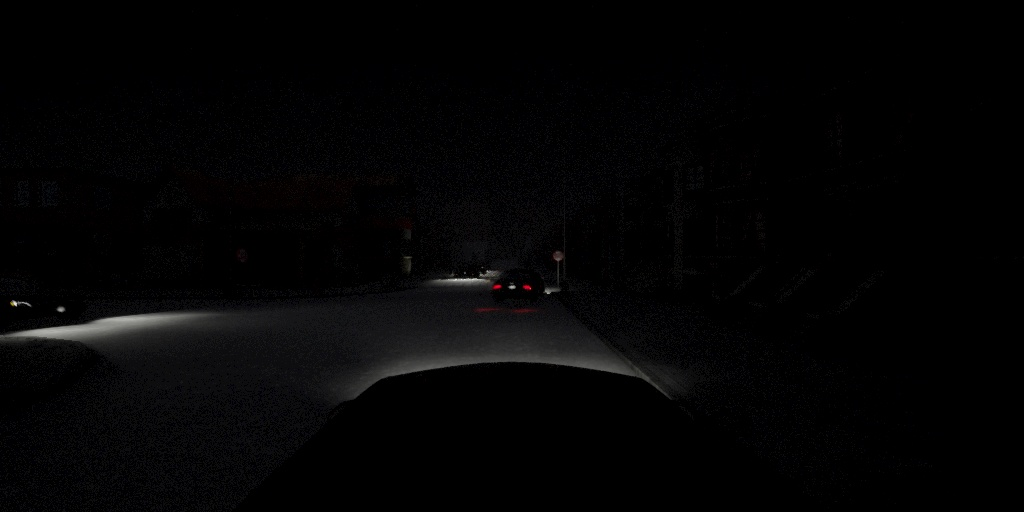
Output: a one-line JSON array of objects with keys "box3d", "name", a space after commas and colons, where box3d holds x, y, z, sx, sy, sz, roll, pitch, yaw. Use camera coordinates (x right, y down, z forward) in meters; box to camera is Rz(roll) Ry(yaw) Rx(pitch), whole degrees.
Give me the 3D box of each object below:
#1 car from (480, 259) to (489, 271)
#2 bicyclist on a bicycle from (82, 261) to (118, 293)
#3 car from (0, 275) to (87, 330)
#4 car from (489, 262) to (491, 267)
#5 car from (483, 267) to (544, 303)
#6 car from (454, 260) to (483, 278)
[{"box3d": [-4.152, 1.228, 42.442, 1.882, 1.535, 5.008, 0, 0, 0], "name": "car"}, {"box3d": [-21.604, 1.099, 18.823, 0.582, 1.620, 1.656, 0, 0, 0], "name": "bicyclist on a bicycle"}, {"box3d": [-15.452, 1.275, 10.434, 4.674, 1.442, 1.812, 0, 0, 0], "name": "car"}, {"box3d": [-4.137, 1.241, 52.756, 2.128, 1.511, 4.902, 0, 0, 0], "name": "car"}, {"box3d": [0.396, 1.297, 16.729, 2.033, 1.411, 5.357, 0, 0, 9], "name": "car"}, {"box3d": [-4.148, 1.314, 33.556, 1.994, 1.385, 4.181, 0, 0, 0], "name": "car"}]
